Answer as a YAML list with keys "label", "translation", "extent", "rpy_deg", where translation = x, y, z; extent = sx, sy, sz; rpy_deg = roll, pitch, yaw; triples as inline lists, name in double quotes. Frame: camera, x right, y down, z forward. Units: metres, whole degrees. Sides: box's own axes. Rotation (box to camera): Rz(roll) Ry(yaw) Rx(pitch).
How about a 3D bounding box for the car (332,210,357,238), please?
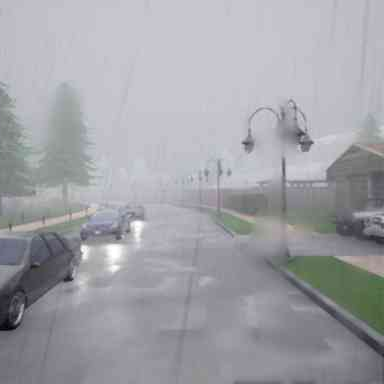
- label: "car"
  translation: [8.353, 1.080, 14.525]
  extent: [3.866, 1.878, 1.905]
  rpy_deg: [-1, 0, -3]

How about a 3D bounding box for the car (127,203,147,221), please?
- label: "car"
  translation: [-4.842, 1.603, 27.527]
  extent: [1.994, 1.385, 4.181]
  rpy_deg: [-1, 0, -3]

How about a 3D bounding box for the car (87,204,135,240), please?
- label: "car"
  translation: [-4.342, 1.564, 17.345]
  extent: [1.812, 1.442, 4.674]
  rpy_deg: [-1, 0, -2]

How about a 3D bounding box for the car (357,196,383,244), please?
- label: "car"
  translation: [8.860, 1.074, 12.032]
  extent: [4.605, 1.855, 1.932]
  rpy_deg: [-1, 0, -3]

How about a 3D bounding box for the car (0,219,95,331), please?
- label: "car"
  translation: [-3.867, 1.586, 7.143]
  extent: [2.033, 1.411, 5.357]
  rpy_deg: [-1, 0, -3]
